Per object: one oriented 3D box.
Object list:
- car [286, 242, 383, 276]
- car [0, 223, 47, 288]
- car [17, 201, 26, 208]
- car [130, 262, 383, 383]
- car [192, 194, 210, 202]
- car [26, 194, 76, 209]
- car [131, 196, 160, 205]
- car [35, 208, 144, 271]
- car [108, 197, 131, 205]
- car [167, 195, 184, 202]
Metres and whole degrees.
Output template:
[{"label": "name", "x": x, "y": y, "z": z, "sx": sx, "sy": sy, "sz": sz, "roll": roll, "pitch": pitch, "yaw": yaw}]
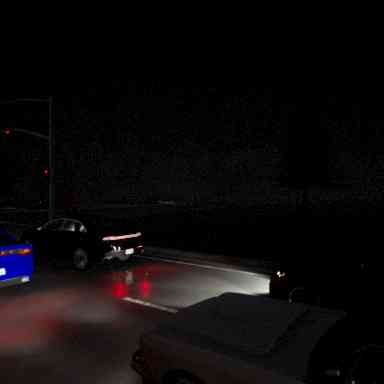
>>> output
[{"label": "car", "x": 3.502, "y": 1.564, "z": 5.788, "sx": 4.181, "sy": 1.385, "sz": 1.994, "roll": 0, "pitch": 0, "yaw": 36}, {"label": "car", "x": -5.899, "y": 1.478, "z": 8.186, "sx": 5.008, "sy": 1.535, "sz": 1.882, "roll": 0, "pitch": 0, "yaw": 36}, {"label": "car", "x": -22.425, "y": 1.505, "z": 47.692, "sx": 1.837, "sy": 1.490, "sz": 4.892, "roll": 0, "pitch": 0, "yaw": 35}, {"label": "car", "x": 1.716, "y": 1.601, "z": 2.770, "sx": 4.718, "sy": 1.301, "sz": 1.895, "roll": 0, "pitch": 0, "yaw": 36}, {"label": "car", "x": 1.904, "y": 1.245, "z": 70.113, "sx": 2.097, "sy": 1.767, "sz": 4.553, "roll": 0, "pitch": 0, "yaw": 36}, {"label": "car", "x": -17.538, "y": 1.221, "z": 42.459, "sx": 2.150, "sy": 2.045, "sz": 5.566, "roll": 0, "pitch": 0, "yaw": 35}, {"label": "car", "x": -7.515, "y": 1.491, "z": 56.852, "sx": 2.128, "sy": 1.511, "sz": 4.902, "roll": 0, "pitch": 0, "yaw": 35}, {"label": "car", "x": -3.764, "y": 1.492, "z": 10.962, "sx": 4.902, "sy": 1.511, "sz": 2.128, "roll": 0, "pitch": 0, "yaw": 36}, {"label": "car", "x": -12.883, "y": 1.548, "z": 61.370, "sx": 2.033, "sy": 1.411, "sz": 5.357, "roll": 0, "pitch": 0, "yaw": 35}, {"label": "car", "x": -3.660, "y": 1.423, "z": 74.365, "sx": 1.994, "sy": 1.385, "sz": 4.181, "roll": 0, "pitch": 0, "yaw": 36}]
